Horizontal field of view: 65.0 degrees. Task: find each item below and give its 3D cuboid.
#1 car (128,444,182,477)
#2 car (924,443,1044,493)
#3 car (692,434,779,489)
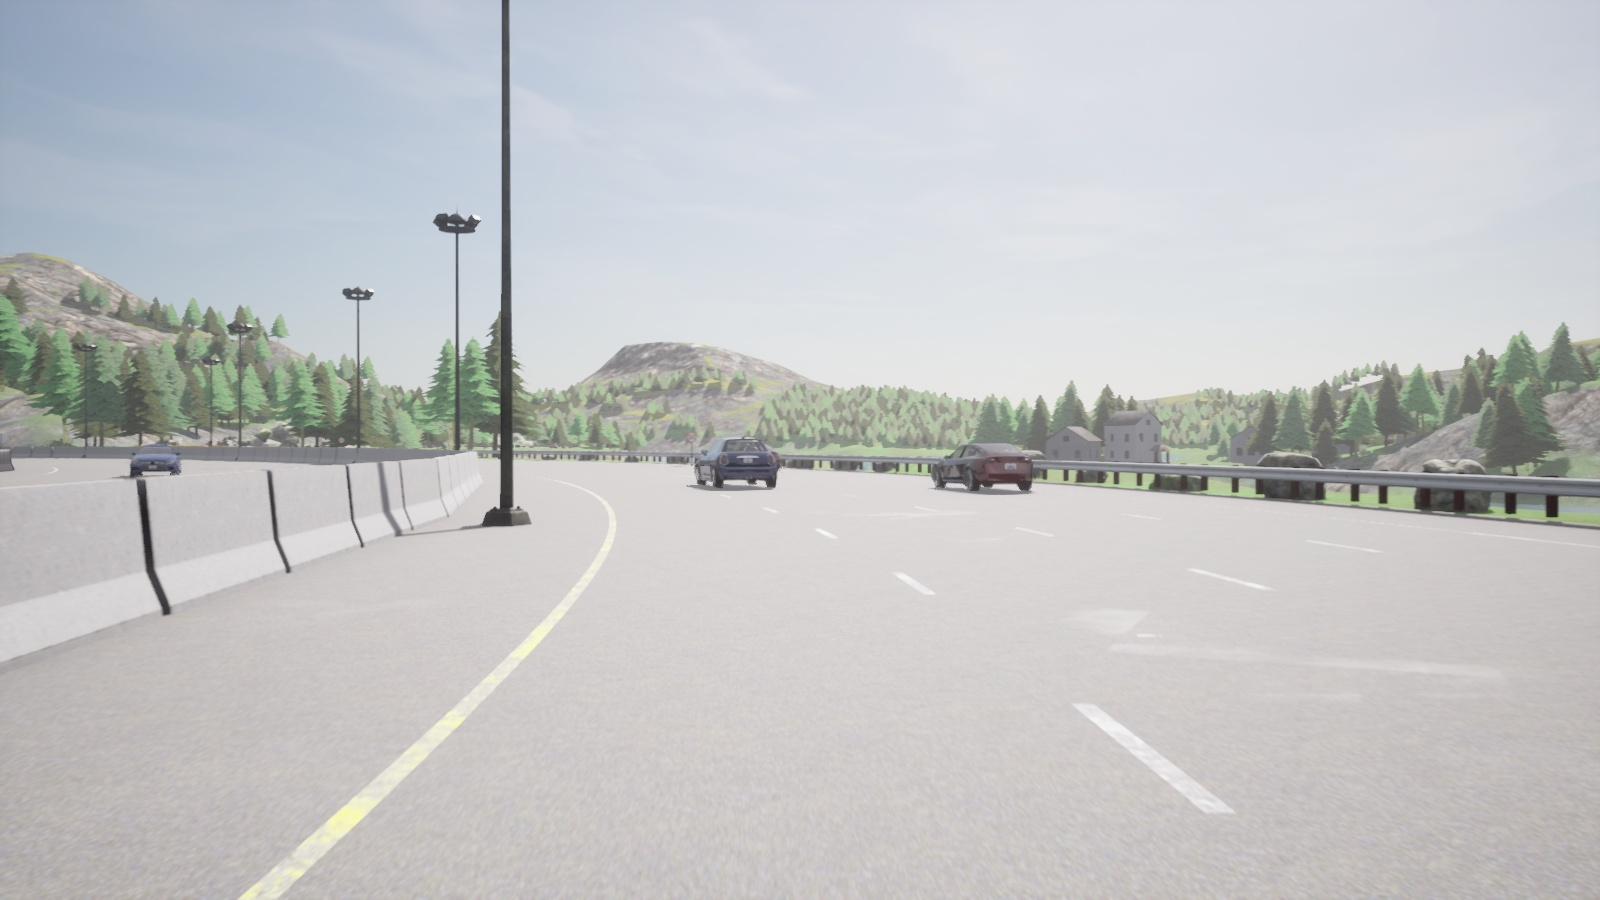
[{"bbox_3d":[-28.945,0.439,56.479,1.812,1.442,4.674,0,0,-23],"label":"car"},{"bbox_3d":[5.759,0.523,40.034,2.163,1.488,4.792,0,0,-13],"label":"car"},{"bbox_3d":[-2.288,0.360,43.266,2.097,1.767,4.553,0,0,-15],"label":"car"}]
